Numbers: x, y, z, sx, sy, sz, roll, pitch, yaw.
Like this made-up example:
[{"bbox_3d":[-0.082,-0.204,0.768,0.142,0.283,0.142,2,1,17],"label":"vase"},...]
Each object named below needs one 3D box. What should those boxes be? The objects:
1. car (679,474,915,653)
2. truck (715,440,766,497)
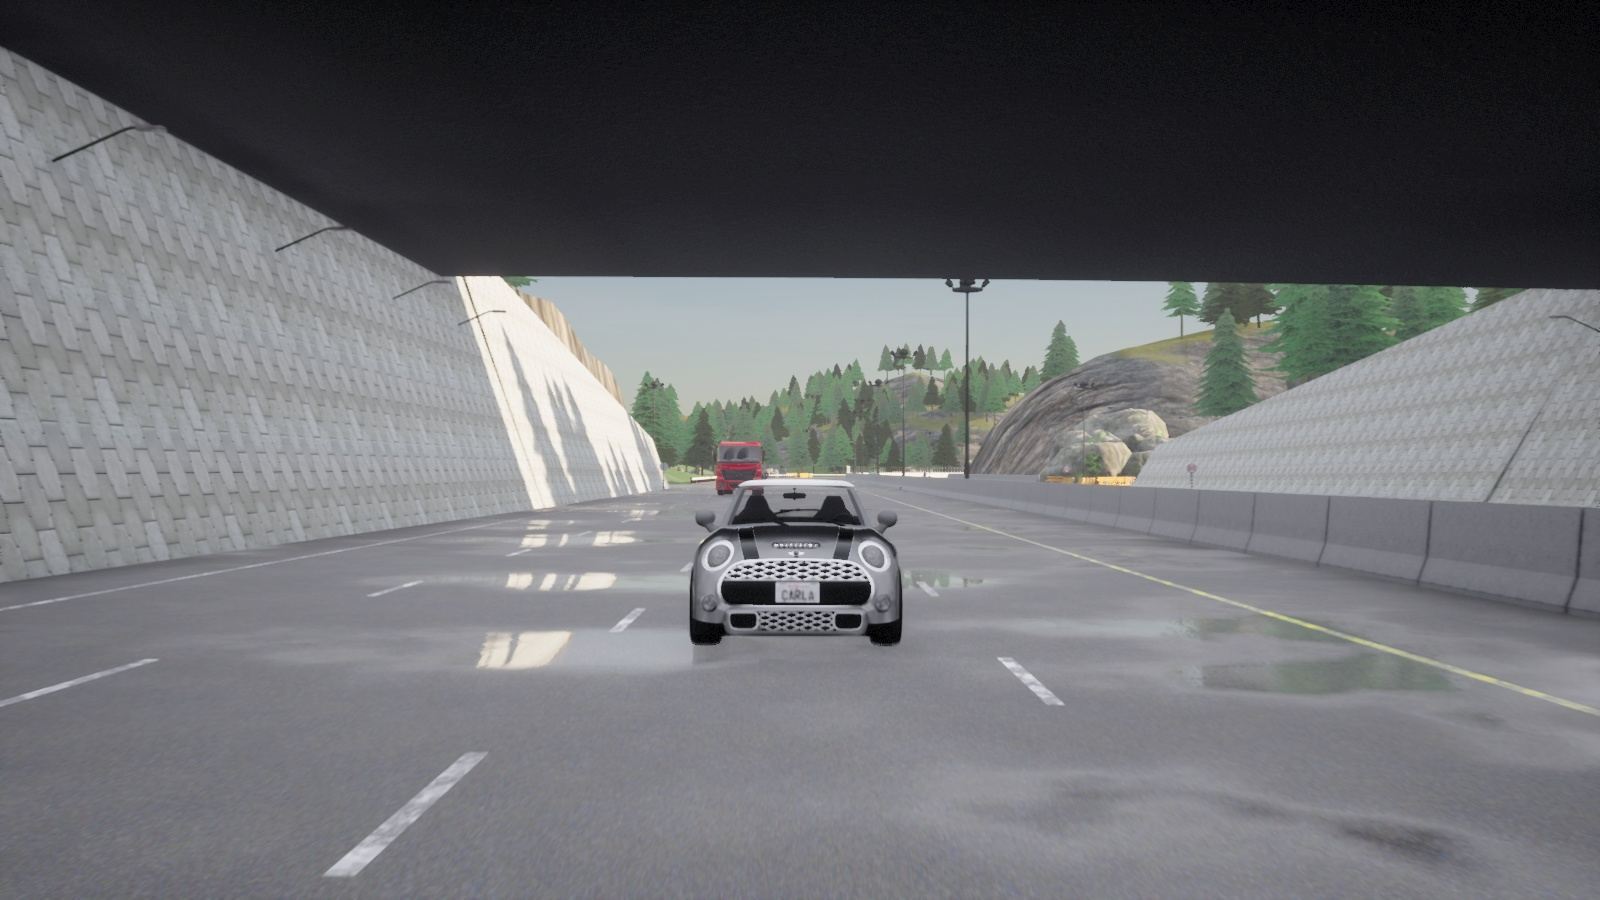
[{"bbox_3d":[-0.030,0.988,12.415,1.970,1.475,3.806,0,-1,0],"label":"car"},{"bbox_3d":[-3.758,1.202,80.919,2.891,3.462,7.936,0,-1,0],"label":"truck"}]
